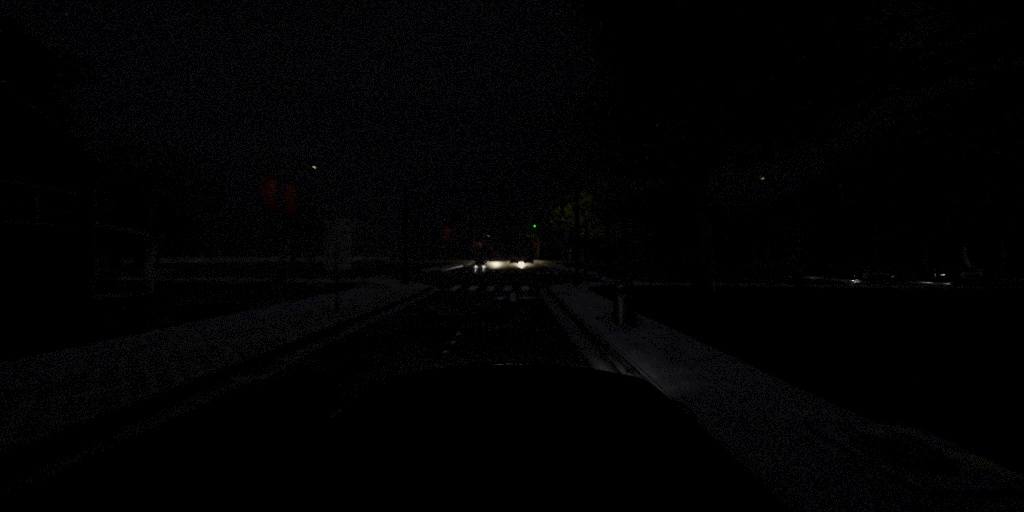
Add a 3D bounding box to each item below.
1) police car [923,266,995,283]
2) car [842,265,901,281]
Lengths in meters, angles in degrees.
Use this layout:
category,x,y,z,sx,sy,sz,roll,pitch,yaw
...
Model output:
category,x,y,z,sx,sy,sz,roll,pitch,yaw
police car,40.929,1.692,33.060,4.974,1.542,2.038,1,-1,1
car,36.436,1.695,36.437,4.892,1.490,1.837,1,-1,1
